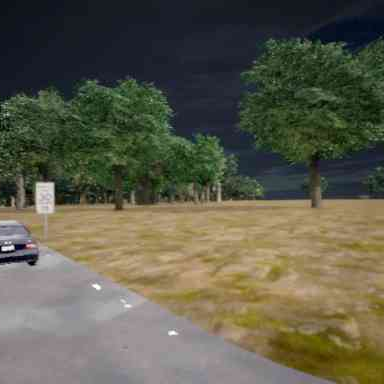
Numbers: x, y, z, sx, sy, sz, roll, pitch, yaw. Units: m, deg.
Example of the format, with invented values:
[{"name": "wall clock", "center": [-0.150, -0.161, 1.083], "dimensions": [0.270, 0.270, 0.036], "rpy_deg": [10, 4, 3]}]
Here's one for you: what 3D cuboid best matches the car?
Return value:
[{"name": "car", "center": [-6.631, 1.706, 11.604], "dimensions": [2.033, 1.411, 5.357], "rpy_deg": [0, -1, -34]}]
